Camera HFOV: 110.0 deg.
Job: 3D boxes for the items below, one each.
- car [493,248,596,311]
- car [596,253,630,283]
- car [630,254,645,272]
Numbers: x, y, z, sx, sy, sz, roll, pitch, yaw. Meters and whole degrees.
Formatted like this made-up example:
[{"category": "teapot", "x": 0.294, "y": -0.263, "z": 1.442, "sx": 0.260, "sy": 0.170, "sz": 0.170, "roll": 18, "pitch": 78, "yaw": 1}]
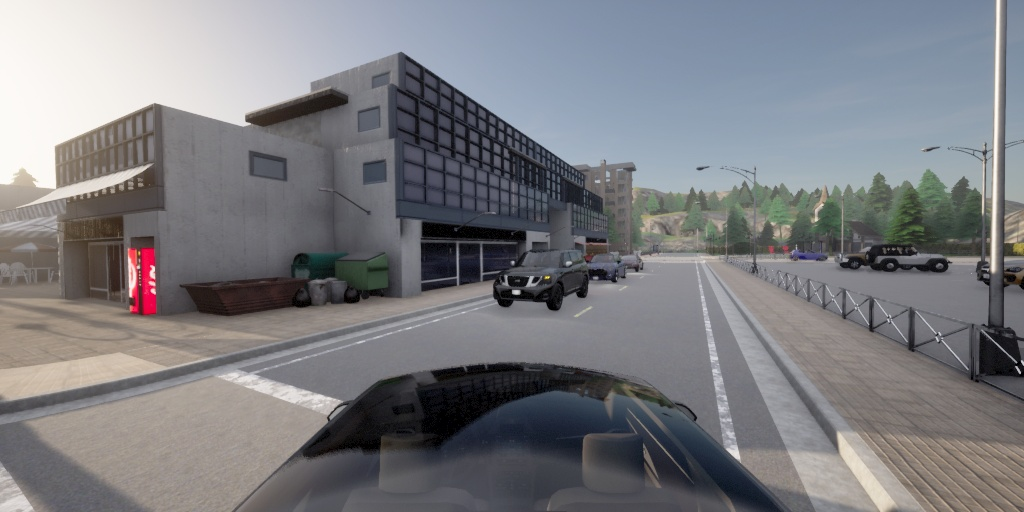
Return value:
[{"category": "car", "x": 1.378, "y": 0.737, "z": 13.829, "sx": 2.150, "sy": 2.045, "sz": 5.566, "roll": 0, "pitch": 1, "yaw": 27}, {"category": "car", "x": 5.822, "y": 0.641, "z": 22.604, "sx": 2.097, "sy": 1.767, "sz": 4.553, "roll": 0, "pitch": 1, "yaw": 27}, {"category": "car", "x": 10.449, "y": 0.580, "z": 31.730, "sx": 1.812, "sy": 1.442, "sz": 4.674, "roll": 0, "pitch": 1, "yaw": 27}]
